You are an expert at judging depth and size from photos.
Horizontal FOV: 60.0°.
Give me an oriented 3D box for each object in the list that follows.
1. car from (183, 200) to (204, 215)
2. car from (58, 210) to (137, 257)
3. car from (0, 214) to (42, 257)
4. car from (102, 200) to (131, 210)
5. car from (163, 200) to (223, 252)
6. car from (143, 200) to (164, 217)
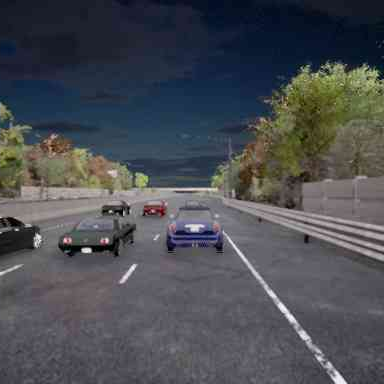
[{"bbox_3d":[0.107,1.559,34.753,2.033,1.411,5.357,0,0,0],"label":"car"},{"bbox_3d":[-3.395,1.602,12.965,1.895,1.301,4.718,0,0,0],"label":"car"},{"bbox_3d":[-6.898,1.506,11.395,1.837,1.490,4.892,0,0,0],"label":"car"},{"bbox_3d":[-6.895,1.486,30.701,1.882,1.535,5.008,0,0,0],"label":"car"},{"bbox_3d":[0.102,1.354,14.020,2.097,1.767,4.553,0,0,0],"label":"car"},{"bbox_3d":[-3.394,1.487,31.277,1.882,1.535,5.008,0,0,0],"label":"car"}]
